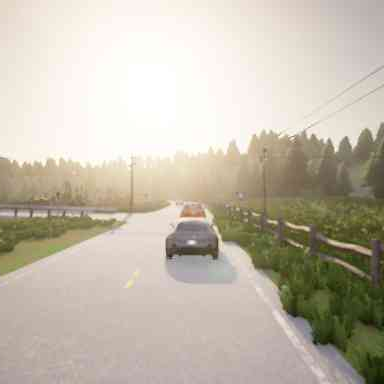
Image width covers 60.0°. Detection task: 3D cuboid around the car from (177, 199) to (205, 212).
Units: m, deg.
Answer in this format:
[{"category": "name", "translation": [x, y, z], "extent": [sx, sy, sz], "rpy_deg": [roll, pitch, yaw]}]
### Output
[{"category": "car", "translation": [0.038, 1.670, 28.152], "extent": [2.097, 1.767, 4.553], "rpy_deg": [0, -1, -1]}]

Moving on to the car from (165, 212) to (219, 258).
[{"category": "car", "translation": [0.019, 1.716, 13.383], "extent": [1.994, 1.385, 4.181], "rpy_deg": [0, -1, 1]}]

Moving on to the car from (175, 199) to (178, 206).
[{"category": "car", "translation": [-2.784, 2.363, 74.505], "extent": [2.128, 1.511, 4.902], "rpy_deg": [0, -1, -1]}]
